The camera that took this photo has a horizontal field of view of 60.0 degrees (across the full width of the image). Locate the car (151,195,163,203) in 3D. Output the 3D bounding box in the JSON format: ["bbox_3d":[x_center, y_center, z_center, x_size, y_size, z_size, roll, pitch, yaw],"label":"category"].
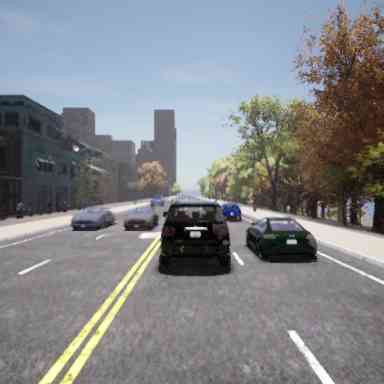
[{"bbox_3d":[-6.515,1.684,63.844,2.150,2.045,5.566,0,0,0],"label":"car"}]

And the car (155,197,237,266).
[{"bbox_3d":[0.099,1.310,12.073,2.150,2.045,5.566,0,0,0],"label":"car"}]

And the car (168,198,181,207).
[{"bbox_3d":[-3.270,1.960,63.885,2.128,1.511,4.902,0,0,1],"label":"car"}]

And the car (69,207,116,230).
[{"bbox_3d":[-6.600,1.714,22.821,2.033,1.411,5.357,0,0,0],"label":"car"}]

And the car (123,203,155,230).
[{"bbox_3d":[-3.351,1.714,22.818,2.033,1.411,5.357,0,0,0],"label":"car"}]

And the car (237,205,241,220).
[{"bbox_3d":[3.350,1.699,30.467,1.882,1.535,5.008,0,0,0],"label":"car"}]

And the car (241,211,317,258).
[{"bbox_3d":[3.350,1.660,13.176,1.994,1.385,4.181,0,0,0],"label":"car"}]

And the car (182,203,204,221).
[{"bbox_3d":[0.100,1.744,29.952,1.812,1.442,4.674,0,0,0],"label":"car"}]
